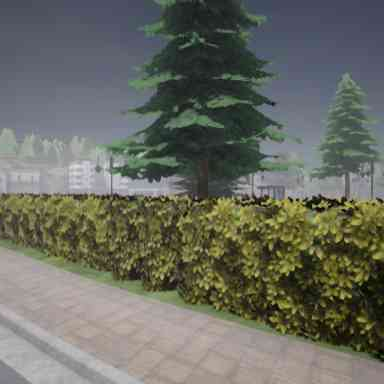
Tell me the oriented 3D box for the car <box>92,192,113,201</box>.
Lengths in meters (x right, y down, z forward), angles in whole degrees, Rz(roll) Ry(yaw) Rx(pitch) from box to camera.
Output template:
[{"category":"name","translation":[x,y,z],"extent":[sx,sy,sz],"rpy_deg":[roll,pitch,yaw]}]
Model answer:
[{"category":"car","translation":[-19.385,1.046,72.100],"extent":[1.905,1.878,3.866],"rpy_deg":[0,0,44]}]

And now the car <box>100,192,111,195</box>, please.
[{"category":"car","translation":[-17.020,1.066,70.362],"extent":[1.932,1.855,4.605],"rpy_deg":[0,0,44]}]

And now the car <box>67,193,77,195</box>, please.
[{"category":"car","translation":[-28.525,1.125,81.053],"extent":[2.152,1.636,5.027],"rpy_deg":[0,0,44]}]
